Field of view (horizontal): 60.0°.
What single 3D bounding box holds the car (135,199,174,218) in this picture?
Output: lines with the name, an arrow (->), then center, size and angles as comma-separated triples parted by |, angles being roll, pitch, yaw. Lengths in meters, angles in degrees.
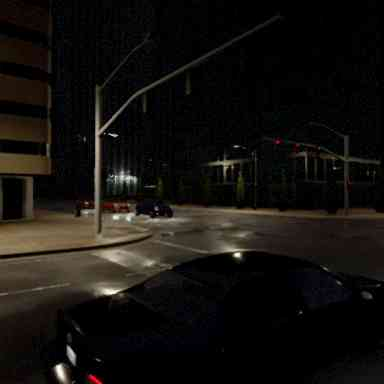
car -> -3.663, 1.496, 32.018 | 2.097, 1.767, 4.553 | 0, 0, -36

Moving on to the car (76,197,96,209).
car -> -14.739, 1.509, 47.027 | 2.097, 1.767, 4.553 | 0, 0, -36

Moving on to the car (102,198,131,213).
car -> -8.934, 1.502, 39.155 | 2.097, 1.767, 4.553 | 0, 0, -36

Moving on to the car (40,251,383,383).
car -> 0.926, 1.565, 4.543 | 5.357, 1.411, 2.033 | 0, 0, -36
